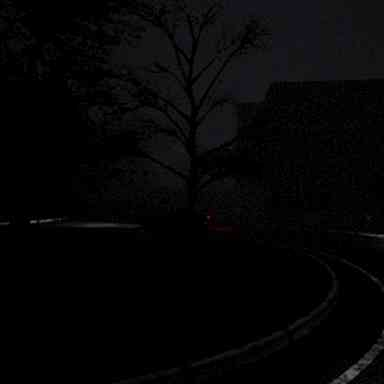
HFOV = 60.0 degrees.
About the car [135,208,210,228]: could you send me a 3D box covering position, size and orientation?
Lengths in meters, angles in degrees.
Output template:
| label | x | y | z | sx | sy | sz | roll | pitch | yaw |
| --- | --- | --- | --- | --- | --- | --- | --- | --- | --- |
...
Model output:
| label | x | y | z | sx | sy | sz | roll | pitch | yaw |
| --- | --- | --- | --- | --- | --- | --- | --- | --- | --- |
| car | -1.281 | 1.691 | 21.869 | 4.718 | 1.301 | 1.895 | 0 | 0 | 11 |
